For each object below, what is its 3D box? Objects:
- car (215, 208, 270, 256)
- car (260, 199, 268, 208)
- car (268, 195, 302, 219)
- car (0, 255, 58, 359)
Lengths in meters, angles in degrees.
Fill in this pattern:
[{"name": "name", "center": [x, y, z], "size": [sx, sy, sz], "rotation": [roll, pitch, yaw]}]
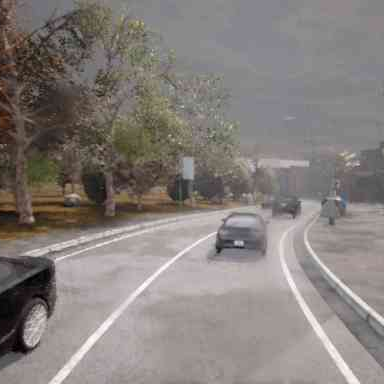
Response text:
[{"name": "car", "center": [2.097, 1.543, 13.318], "size": [1.812, 1.442, 4.674], "rotation": [2, 0, 13]}, {"name": "car", "center": [10.425, 1.643, 44.067], "size": [1.895, 1.301, 4.718], "rotation": [3, 1, 24]}, {"name": "car", "center": [9.124, 1.356, 31.832], "size": [2.150, 2.045, 5.566], "rotation": [3, 1, 23]}, {"name": "car", "center": [-3.238, 1.437, 3.293], "size": [1.882, 1.535, 5.008], "rotation": [0, 0, 5]}]
